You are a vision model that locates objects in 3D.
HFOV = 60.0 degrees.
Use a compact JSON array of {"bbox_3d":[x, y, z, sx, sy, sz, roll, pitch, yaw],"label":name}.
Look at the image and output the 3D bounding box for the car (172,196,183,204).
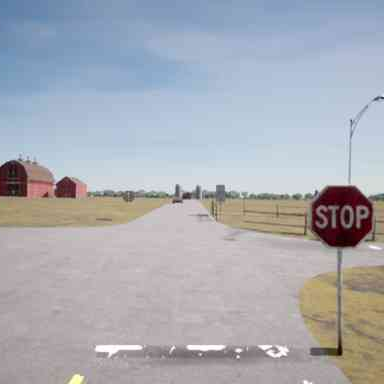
[{"bbox_3d":[-2.780,1.556,65.488,1.994,1.385,4.181,0,0,0],"label":"car"}]
